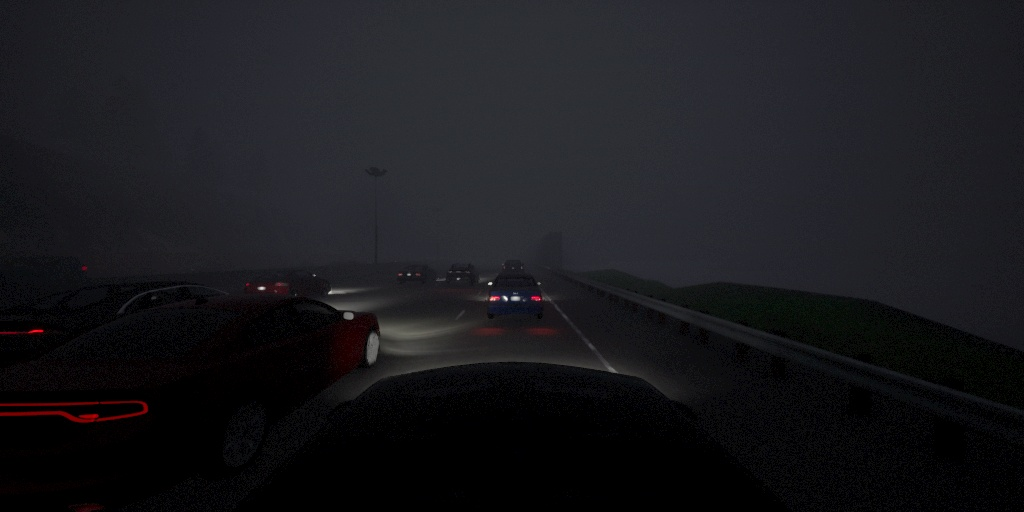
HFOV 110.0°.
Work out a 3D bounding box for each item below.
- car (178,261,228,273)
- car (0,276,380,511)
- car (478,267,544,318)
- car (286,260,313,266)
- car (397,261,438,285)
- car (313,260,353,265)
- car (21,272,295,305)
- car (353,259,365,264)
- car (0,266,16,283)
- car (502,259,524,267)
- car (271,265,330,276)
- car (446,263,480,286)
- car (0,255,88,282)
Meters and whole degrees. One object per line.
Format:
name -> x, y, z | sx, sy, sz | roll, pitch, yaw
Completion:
car -> -31.583, 1.280, 36.832 | 1.812, 1.442, 4.674 | 0, 0, 0
car -> -3.400, 1.228, 4.755 | 1.882, 1.535, 5.008 | 0, 0, 0
car -> 0.102, 1.299, 13.021 | 2.033, 1.411, 5.357 | 0, 0, 0
car -> -28.059, 1.282, 47.538 | 1.812, 1.442, 4.674 | 0, 0, 0
car -> -6.900, 1.301, 26.527 | 2.033, 1.411, 5.357 | 0, 0, 0
car -> -21.084, 1.320, 42.458 | 1.994, 1.385, 4.181 | 0, 0, 0
car -> -6.900, 1.242, 7.060 | 2.128, 1.511, 4.902 | 0, 0, 0
car -> -24.557, 1.321, 54.416 | 1.994, 1.385, 4.181 | 0, 0, 1
car -> -24.600, 1.299, 14.287 | 2.033, 1.411, 5.357 | 0, 0, 0
car -> 0.101, 1.106, 34.168 | 2.097, 1.767, 4.553 | 0, 0, 0
car -> -10.400, 1.316, 16.904 | 1.994, 1.385, 4.181 | 0, 0, 0
car -> -3.399, 1.245, 25.134 | 2.128, 1.511, 4.902 | 0, 0, 0
car -> -28.099, 0.977, 20.433 | 2.150, 2.045, 5.566 | 0, 0, 0
